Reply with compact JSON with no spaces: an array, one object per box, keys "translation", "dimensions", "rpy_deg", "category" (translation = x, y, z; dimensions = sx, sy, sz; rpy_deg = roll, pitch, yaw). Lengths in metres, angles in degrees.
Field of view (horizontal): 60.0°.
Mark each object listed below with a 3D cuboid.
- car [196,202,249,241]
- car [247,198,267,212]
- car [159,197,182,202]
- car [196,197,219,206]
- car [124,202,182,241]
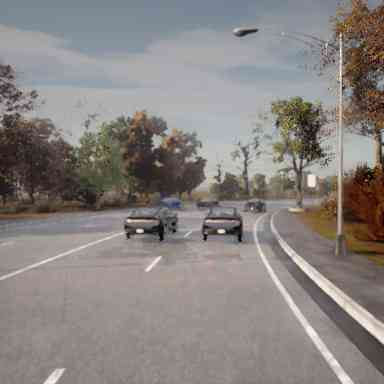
[{"translation":[1.635,1.481,16.712],"dimensions":[2.128,1.511,4.902],"rpy_deg":[0,0,9],"category":"car"},{"translation":[7.304,1.497,38.031],"dimensions":[1.837,1.490,4.892],"rpy_deg":[0,0,20],"category":"car"},{"translation":[-2.861,1.405,41.339],"dimensions":[1.882,1.535,5.008],"rpy_deg":[0,0,21],"category":"car"},{"translation":[2.150,1.428,44.515],"dimensions":[1.882,1.535,5.008],"rpy_deg":[0,0,23],"category":"car"},{"translation":[-1.901,1.464,16.727],"dimensions":[2.128,1.511,4.902],"rpy_deg":[0,0,8],"category":"car"}]
